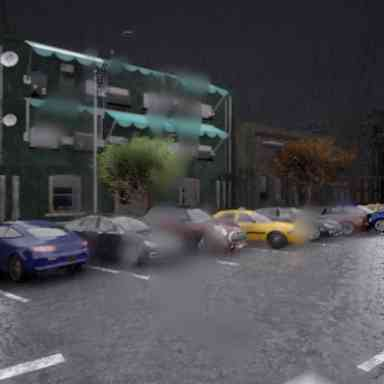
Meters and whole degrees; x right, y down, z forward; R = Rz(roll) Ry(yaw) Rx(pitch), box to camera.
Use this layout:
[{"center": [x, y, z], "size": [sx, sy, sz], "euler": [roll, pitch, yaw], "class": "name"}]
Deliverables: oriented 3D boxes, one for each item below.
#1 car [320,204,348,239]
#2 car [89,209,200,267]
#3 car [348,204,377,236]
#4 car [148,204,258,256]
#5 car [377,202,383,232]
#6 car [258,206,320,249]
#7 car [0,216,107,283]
[{"center": [4.745, 1.474, 16.494], "size": [4.892, 1.521, 2.231], "euler": [-1, -1, 35], "class": "car"}, {"center": [-2.485, 1.484, 11.353], "size": [4.892, 1.521, 2.231], "euler": [-1, -1, 35], "class": "car"}, {"center": [7.135, 1.500, 18.222], "size": [4.792, 1.488, 2.163], "euler": [-1, 0, 35], "class": "car"}, {"center": [-0.096, 1.354, 13.086], "size": [4.553, 1.767, 2.185], "euler": [-1, -1, 35], "class": "car"}, {"center": [9.568, 1.467, 19.919], "size": [5.008, 1.535, 2.097], "euler": [-1, -1, 35], "class": "car"}, {"center": [2.496, 1.471, 14.682], "size": [5.366, 1.575, 1.946], "euler": [-1, -1, 35], "class": "car"}, {"center": [-4.892, 1.526, 9.634], "size": [4.674, 1.452, 2.002], "euler": [-1, 0, 35], "class": "car"}]
